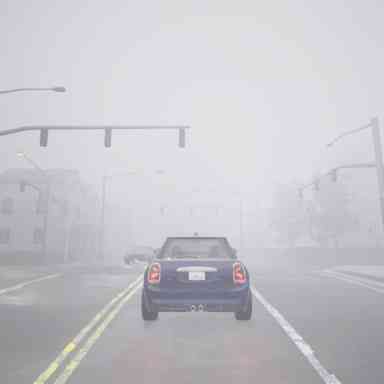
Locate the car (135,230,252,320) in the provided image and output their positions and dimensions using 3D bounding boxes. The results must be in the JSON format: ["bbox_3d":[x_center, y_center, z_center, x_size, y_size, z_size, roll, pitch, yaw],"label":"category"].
[{"bbox_3d":[0.085,1.804,8.206,2.097,1.767,4.553,0,-7,0],"label":"car"}]

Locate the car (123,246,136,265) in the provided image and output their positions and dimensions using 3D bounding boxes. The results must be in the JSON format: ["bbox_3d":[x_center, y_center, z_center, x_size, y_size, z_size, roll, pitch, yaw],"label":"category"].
[{"bbox_3d":[-3.646,4.631,24.376,2.033,1.411,5.357,0,-12,0],"label":"car"}]
